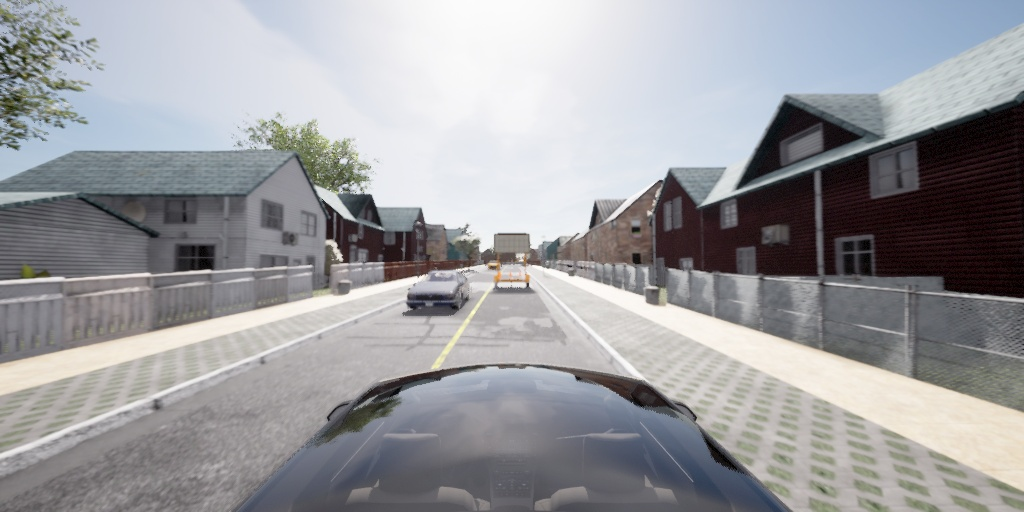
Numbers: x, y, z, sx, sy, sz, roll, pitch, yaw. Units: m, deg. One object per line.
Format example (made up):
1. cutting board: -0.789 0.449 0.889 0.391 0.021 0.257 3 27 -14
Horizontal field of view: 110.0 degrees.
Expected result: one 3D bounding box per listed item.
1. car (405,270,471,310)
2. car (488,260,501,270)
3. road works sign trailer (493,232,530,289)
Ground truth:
1. car: -2.848 1.305 15.013 2.033 1.411 5.357 0 0 0
2. car: -2.806 1.434 56.830 1.882 1.535 5.008 0 0 0
3. road works sign trailer: -0.004 0.240 23.541 2.380 3.560 2.880 0 0 1
